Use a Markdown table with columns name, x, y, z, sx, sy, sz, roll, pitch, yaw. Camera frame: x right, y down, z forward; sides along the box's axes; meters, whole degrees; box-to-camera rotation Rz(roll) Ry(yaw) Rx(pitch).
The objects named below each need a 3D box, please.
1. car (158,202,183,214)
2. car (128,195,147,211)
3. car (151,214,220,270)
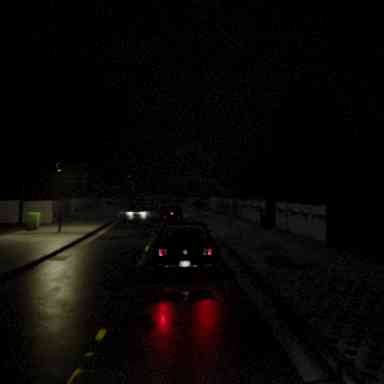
| name | x | y | z | sx | sy | sz | roll | pitch | yaw |
| --- | --- | --- | --- | --- | --- | --- | --- | --- | --- |
| car | -1.940 | 1.599 | 29.458 | 1.882 | 1.535 | 5.008 | 0 | 0 | -7 |
| car | -7.165 | 1.408 | 43.538 | 2.150 | 2.045 | 5.566 | 0 | 0 | -11 |
| car | -0.283 | 1.645 | 11.132 | 1.895 | 1.301 | 4.718 | 0 | 0 | -3 |
